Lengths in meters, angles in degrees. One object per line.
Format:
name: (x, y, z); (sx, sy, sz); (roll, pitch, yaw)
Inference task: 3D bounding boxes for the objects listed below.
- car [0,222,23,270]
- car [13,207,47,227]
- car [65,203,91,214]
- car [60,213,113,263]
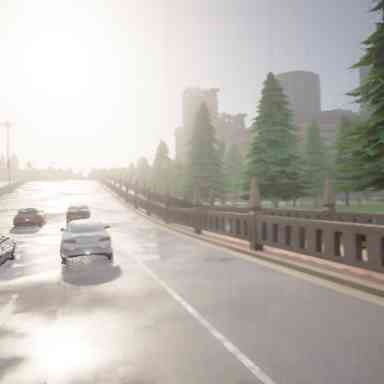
car: (-7.176, 1.969, 11.095); (1.895, 1.301, 4.718); (-1, -1, -19)
car: (-12.458, 1.879, 25.709); (1.994, 1.385, 4.181); (-1, 3, -19)
car: (-9.507, 1.673, 27.855); (1.882, 1.535, 5.008); (-1, 3, -19)
car: (-4.294, 1.838, 13.455); (1.812, 1.442, 4.674); (-1, 0, -19)
